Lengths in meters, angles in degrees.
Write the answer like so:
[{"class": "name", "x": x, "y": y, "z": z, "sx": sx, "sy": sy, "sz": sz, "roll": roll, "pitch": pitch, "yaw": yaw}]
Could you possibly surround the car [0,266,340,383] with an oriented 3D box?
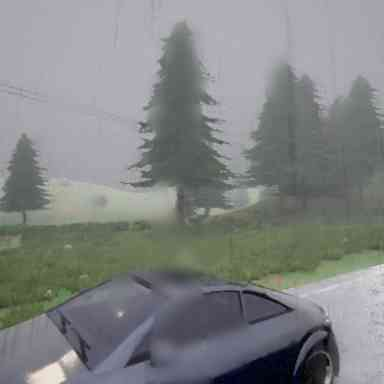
[{"class": "car", "x": -0.388, "y": 1.557, "z": 3.352, "sx": 4.181, "sy": 1.385, "sz": 1.994, "roll": 0, "pitch": 0, "yaw": -36}]
